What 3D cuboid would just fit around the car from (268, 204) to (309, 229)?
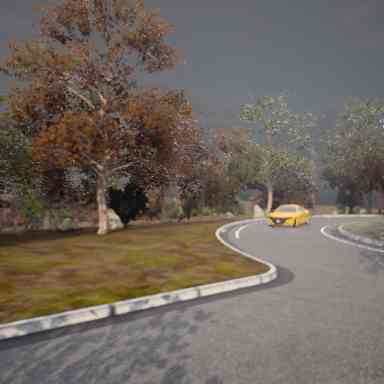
[{"bbox_3d":[7.026,1.681,24.044,1.882,1.535,5.008,0,-1,32],"label":"car"}]
